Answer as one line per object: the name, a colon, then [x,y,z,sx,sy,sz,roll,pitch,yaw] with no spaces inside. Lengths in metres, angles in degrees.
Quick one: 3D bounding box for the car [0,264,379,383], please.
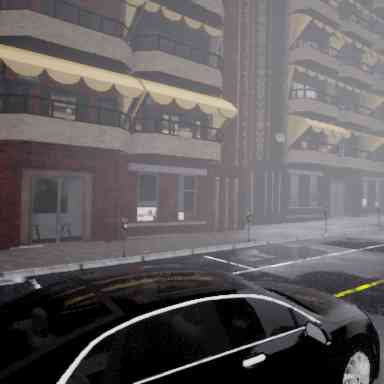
car: [-0.063,1.508,3.235,4.892,1.490,1.837,-1,0,-36]
